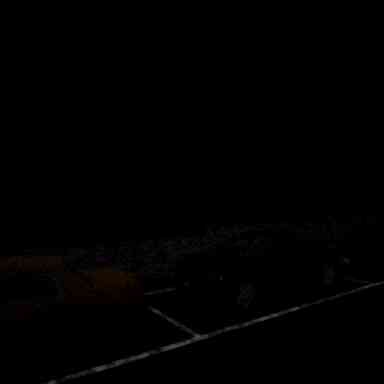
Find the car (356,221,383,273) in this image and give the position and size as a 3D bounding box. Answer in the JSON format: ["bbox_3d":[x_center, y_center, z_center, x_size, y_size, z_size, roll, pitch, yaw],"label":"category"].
[{"bbox_3d":[6.318,1.682,11.147,4.313,1.339,1.947,1,0,-35],"label":"car"}]

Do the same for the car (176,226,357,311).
[{"bbox_3d":[1.728,1.604,7.877,4.507,1.381,1.887,1,0,-35],"label":"car"}]

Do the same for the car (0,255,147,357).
[{"bbox_3d":[-3.001,1.527,4.508,4.829,1.417,1.752,1,0,-35],"label":"car"}]
